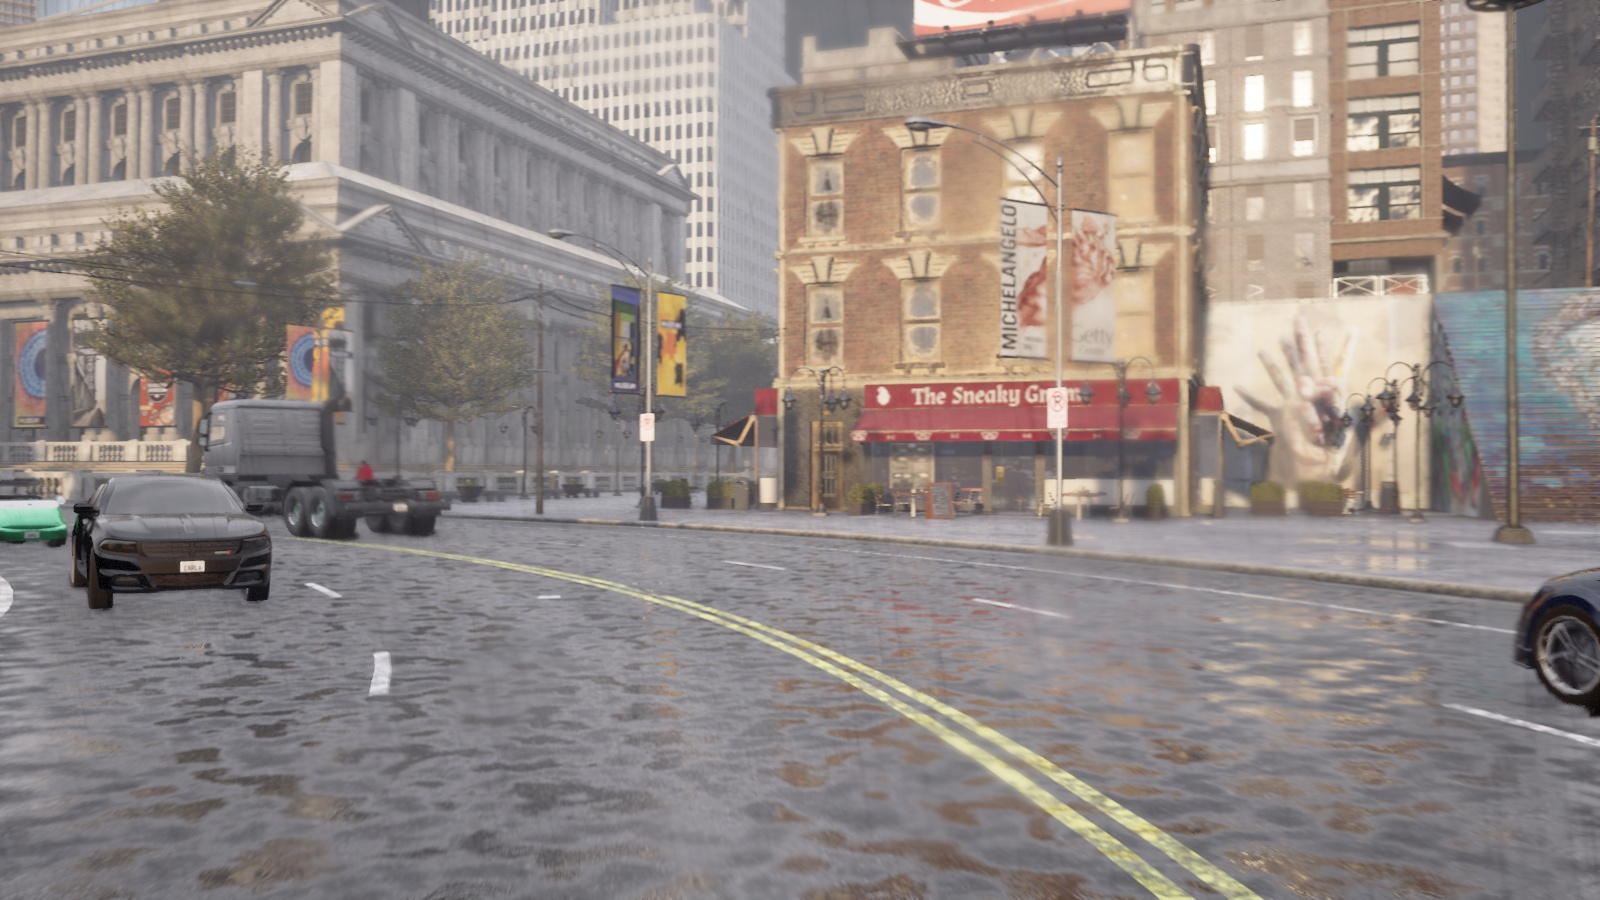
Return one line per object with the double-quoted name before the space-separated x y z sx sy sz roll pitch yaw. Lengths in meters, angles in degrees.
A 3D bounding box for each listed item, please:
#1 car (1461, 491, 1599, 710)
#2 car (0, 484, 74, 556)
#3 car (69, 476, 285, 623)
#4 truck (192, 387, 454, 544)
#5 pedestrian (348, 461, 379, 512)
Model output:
"car" 6.288 0.971 7.511 1.994 1.385 4.181 0 -1 -9
"car" -15.830 1.378 25.287 2.207 1.376 1.481 -2 -2 42
"car" -7.999 1.101 15.846 1.882 1.535 5.008 0 -1 -33
"truck" -12.108 0.424 31.442 7.936 3.462 2.891 -1 -1 43
"pedestrian" -15.727 1.314 45.256 0.899 1.844 0.634 -1 -1 28
